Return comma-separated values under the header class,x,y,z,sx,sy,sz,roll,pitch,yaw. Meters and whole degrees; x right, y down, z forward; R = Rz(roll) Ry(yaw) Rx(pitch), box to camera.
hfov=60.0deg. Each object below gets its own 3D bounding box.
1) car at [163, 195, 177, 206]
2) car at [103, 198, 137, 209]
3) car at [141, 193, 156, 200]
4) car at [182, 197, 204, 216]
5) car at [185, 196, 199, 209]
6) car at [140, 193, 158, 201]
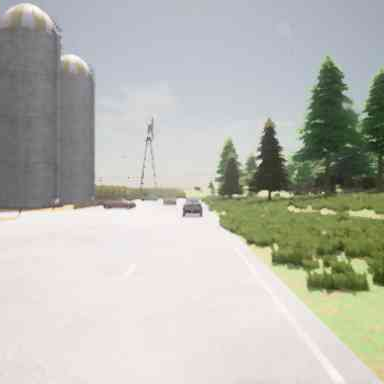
class,x,y,z,sx,sy,sz,roll,pitch,yaw
car,-3.556,1.249,54.048,2.097,1.767,4.553,0,0,0
car,-9.095,1.473,42.046,4.181,1.381,1.994,0,0,-1
car,-11.981,1.187,91.898,3.866,1.878,1.905,0,0,-31
car,0.054,1.433,31.253,2.128,1.511,4.902,0,0,0
car,0.033,1.392,45.375,1.882,1.535,5.008,0,0,0
car,-9.610,1.344,75.054,3.988,1.617,1.851,0,0,-1
